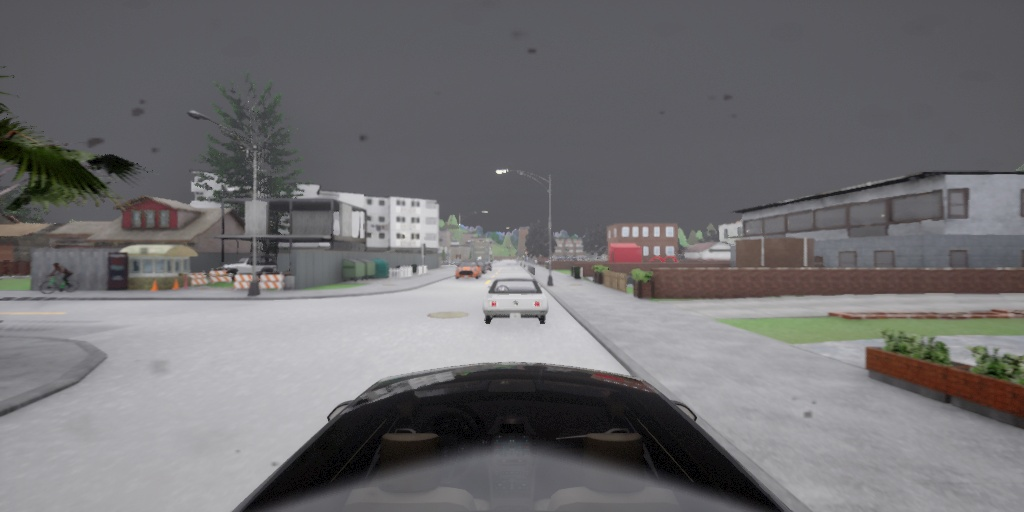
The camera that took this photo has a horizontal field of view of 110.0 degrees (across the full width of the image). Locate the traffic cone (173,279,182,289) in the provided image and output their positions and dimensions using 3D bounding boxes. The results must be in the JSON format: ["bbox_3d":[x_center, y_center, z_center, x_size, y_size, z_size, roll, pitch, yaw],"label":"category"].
[{"bbox_3d":[-19.797,1.652,21.137,0.344,0.586,0.344,0,0,0],"label":"traffic cone"}]

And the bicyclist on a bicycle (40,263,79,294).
[{"bbox_3d":[-24.010,1.173,19.048,0.582,1.620,1.656,0,0,0],"label":"bicyclist on a bicycle"}]

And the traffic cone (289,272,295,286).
[{"bbox_3d":[-15.750,1.666,26.021,0.344,0.586,0.344,0,0,0],"label":"traffic cone"}]

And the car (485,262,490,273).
[{"bbox_3d":[-4.072,1.437,43.624,1.837,1.490,4.892,0,0,0],"label":"car"}]

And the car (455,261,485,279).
[{"bbox_3d":[-4.093,1.243,34.243,2.097,1.767,4.553,0,0,0],"label":"car"}]

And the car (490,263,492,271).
[{"bbox_3d":[-3.998,1.538,53.439,1.994,1.385,4.181,0,0,0],"label":"car"}]

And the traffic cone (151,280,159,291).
[{"bbox_3d":[-20.317,1.678,20.417,0.344,0.586,0.344,0,0,0],"label":"traffic cone"}]

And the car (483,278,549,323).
[{"bbox_3d":[0.101,1.397,12.287,1.895,1.301,4.718,0,0,0],"label":"car"}]
